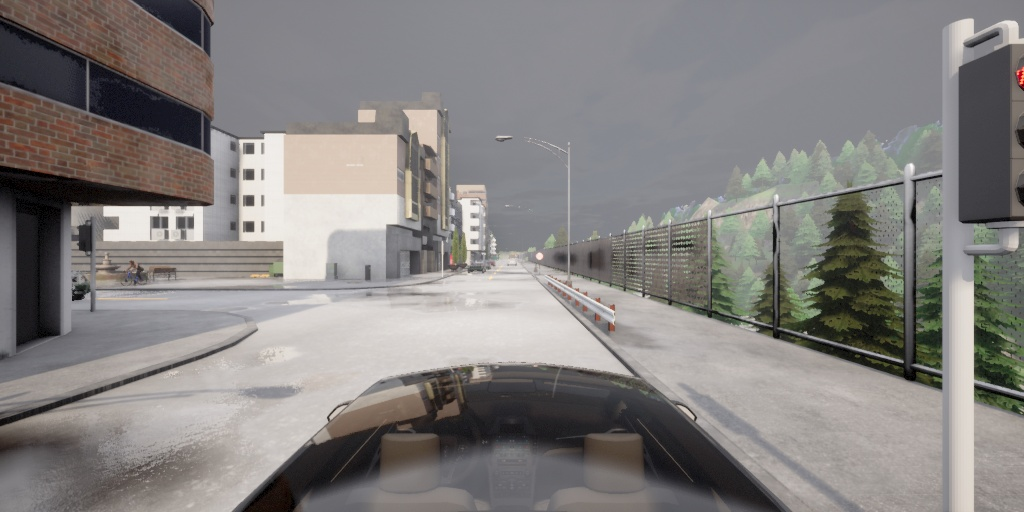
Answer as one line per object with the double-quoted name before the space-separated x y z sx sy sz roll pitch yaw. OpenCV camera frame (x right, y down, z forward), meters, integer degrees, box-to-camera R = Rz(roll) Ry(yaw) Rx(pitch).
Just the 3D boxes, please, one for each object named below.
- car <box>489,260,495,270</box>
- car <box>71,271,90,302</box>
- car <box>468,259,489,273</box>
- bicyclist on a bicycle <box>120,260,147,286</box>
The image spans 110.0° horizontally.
"car" -4.096 1.241 52.586 2.128 1.511 4.902 0 0 0
"car" -20.851 0.973 14.658 5.566 2.045 2.150 0 0 0
"car" -4.101 1.351 42.408 1.895 1.301 4.718 0 0 0
"bicyclist on a bicycle" -24.285 1.099 23.055 0.582 1.620 1.656 0 0 0
